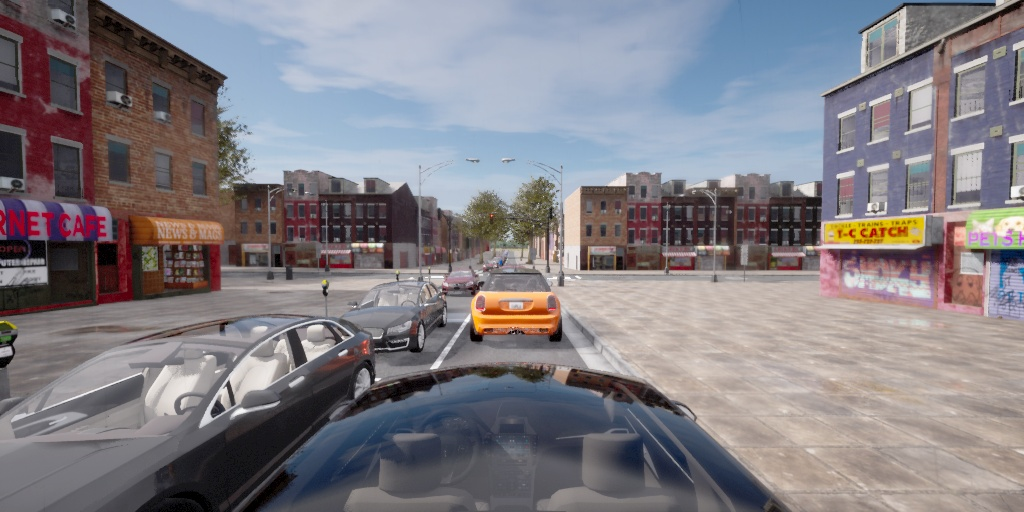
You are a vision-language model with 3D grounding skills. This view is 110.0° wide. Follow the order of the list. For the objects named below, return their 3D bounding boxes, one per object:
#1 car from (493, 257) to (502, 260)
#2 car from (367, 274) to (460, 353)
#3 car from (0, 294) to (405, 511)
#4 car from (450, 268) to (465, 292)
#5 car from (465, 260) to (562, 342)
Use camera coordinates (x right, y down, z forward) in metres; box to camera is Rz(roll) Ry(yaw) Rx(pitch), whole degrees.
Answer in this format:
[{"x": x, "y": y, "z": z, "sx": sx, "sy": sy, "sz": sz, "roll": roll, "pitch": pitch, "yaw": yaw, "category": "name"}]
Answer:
[{"x": -2.719, "y": 1.246, "z": 46.301, "sx": 1.967, "sy": 1.591, "sz": 4.097, "roll": 0, "pitch": 0, "yaw": 0, "category": "car"}, {"x": -2.652, "y": 1.299, "z": 8.632, "sx": 2.007, "sy": 1.370, "sz": 4.403, "roll": 0, "pitch": 0, "yaw": 0, "category": "car"}, {"x": -2.643, "y": 1.300, "z": 3.183, "sx": 2.007, "sy": 1.370, "sz": 4.403, "roll": 0, "pitch": 0, "yaw": 0, "category": "car"}, {"x": -2.671, "y": 1.337, "z": 19.526, "sx": 1.802, "sy": 1.307, "sz": 4.207, "roll": 0, "pitch": 0, "yaw": 0, "category": "car"}, {"x": 0.085, "y": 1.101, "z": 9.941, "sx": 2.097, "sy": 1.767, "sz": 4.553, "roll": 0, "pitch": 0, "yaw": 0, "category": "car"}]
